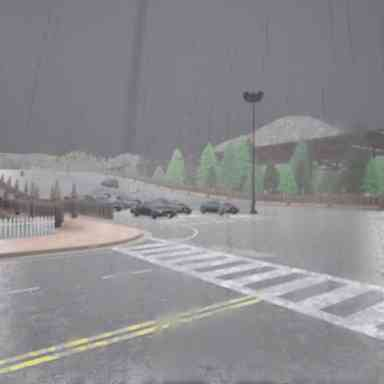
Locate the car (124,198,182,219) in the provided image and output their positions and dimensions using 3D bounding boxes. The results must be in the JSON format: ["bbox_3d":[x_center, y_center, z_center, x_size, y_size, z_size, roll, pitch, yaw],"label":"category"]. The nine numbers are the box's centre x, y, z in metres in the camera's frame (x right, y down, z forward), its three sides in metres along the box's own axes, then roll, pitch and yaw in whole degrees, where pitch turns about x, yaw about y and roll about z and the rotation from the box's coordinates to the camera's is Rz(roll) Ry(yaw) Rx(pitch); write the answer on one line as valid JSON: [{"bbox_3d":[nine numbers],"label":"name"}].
[{"bbox_3d":[-3.448,1.486,28.548,2.033,1.411,5.357,0,0,-37],"label":"car"}]

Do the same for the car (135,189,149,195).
[{"bbox_3d":[-9.678,0.103,60.280,1.895,1.301,4.718,0,6,-37],"label":"car"}]

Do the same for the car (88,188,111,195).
[{"bbox_3d":[-13.881,0.565,48.101,2.097,1.767,4.553,0,5,-37],"label":"car"}]

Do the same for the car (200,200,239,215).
[{"bbox_3d":[2.595,1.471,32.171,1.994,1.385,4.181,0,0,-37],"label":"car"}]

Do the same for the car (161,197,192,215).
[{"bbox_3d":[-1.823,1.483,32.194,1.994,1.385,4.181,0,0,-37],"label":"car"}]

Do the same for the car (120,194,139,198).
[{"bbox_3d":[-7.839,1.341,40.104,1.994,1.385,4.181,0,2,-37],"label":"car"}]

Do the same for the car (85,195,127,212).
[{"bbox_3d":[-9.534,1.394,36.546,2.033,1.411,5.357,0,2,-37],"label":"car"}]

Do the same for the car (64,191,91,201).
[{"bbox_3d":[-15.737,0.848,44.746,1.837,1.490,4.892,0,4,-37],"label":"car"}]

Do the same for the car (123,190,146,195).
[{"bbox_3d":[-8.963,0.922,47.397,1.882,1.535,5.008,0,4,-37],"label":"car"}]

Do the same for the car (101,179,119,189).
[{"bbox_3d":[-17.310,-1.819,70.275,2.150,2.045,5.566,0,7,-37],"label":"car"}]

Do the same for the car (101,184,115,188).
[{"bbox_3d":[-15.106,0.085,55.622,1.837,1.490,4.892,0,6,-37],"label":"car"}]
